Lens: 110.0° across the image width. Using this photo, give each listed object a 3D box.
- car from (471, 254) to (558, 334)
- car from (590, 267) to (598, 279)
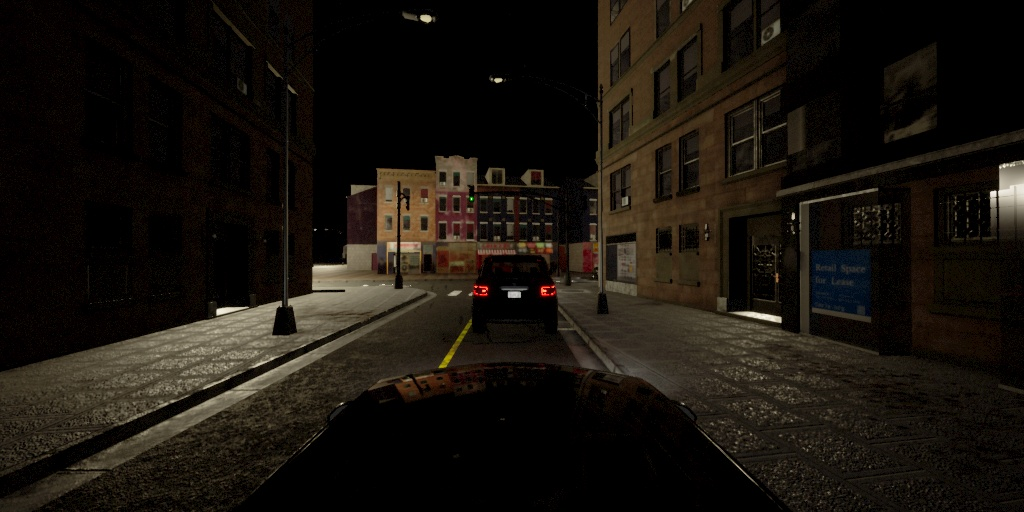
[{"bbox_3d":[0.095,0.973,10.828,2.150,2.045,5.566,0,0,1],"label":"car"},{"bbox_3d":[8.880,1.090,29.837,4.553,1.767,2.097,0,0,-10],"label":"car"}]
